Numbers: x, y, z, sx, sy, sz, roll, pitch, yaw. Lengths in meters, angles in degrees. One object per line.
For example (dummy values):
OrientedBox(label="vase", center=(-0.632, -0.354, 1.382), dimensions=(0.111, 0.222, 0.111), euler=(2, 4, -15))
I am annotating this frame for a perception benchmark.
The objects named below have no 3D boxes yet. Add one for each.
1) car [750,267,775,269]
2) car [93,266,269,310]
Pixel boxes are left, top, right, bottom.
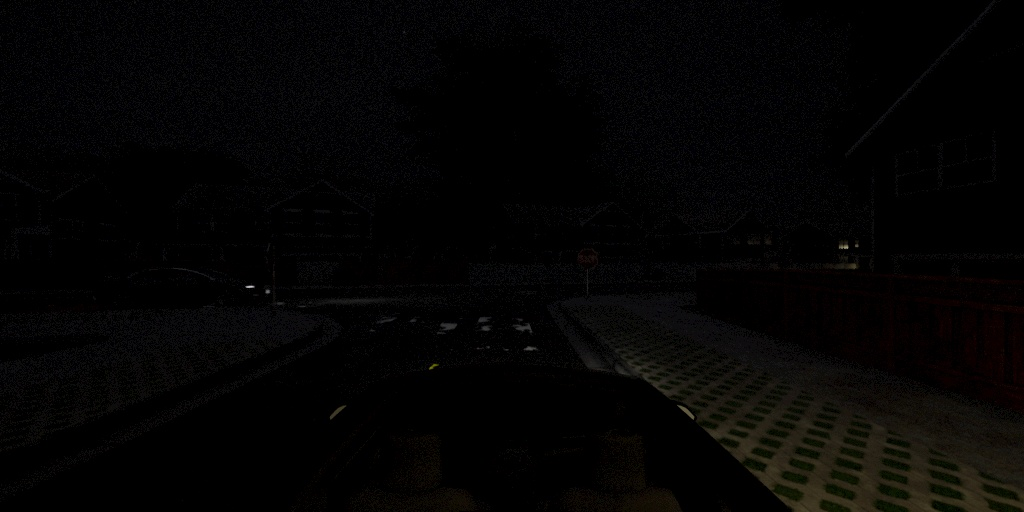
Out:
OrientedBox(label="car", center=(17.177, 1.497, 24.264), dimensions=(4.674, 1.442, 1.812), euler=(1, 0, -20))
OrientedBox(label="car", center=(-12.028, 1.122, 13.402), dimensions=(4.902, 1.511, 2.128), euler=(1, 0, -20))
